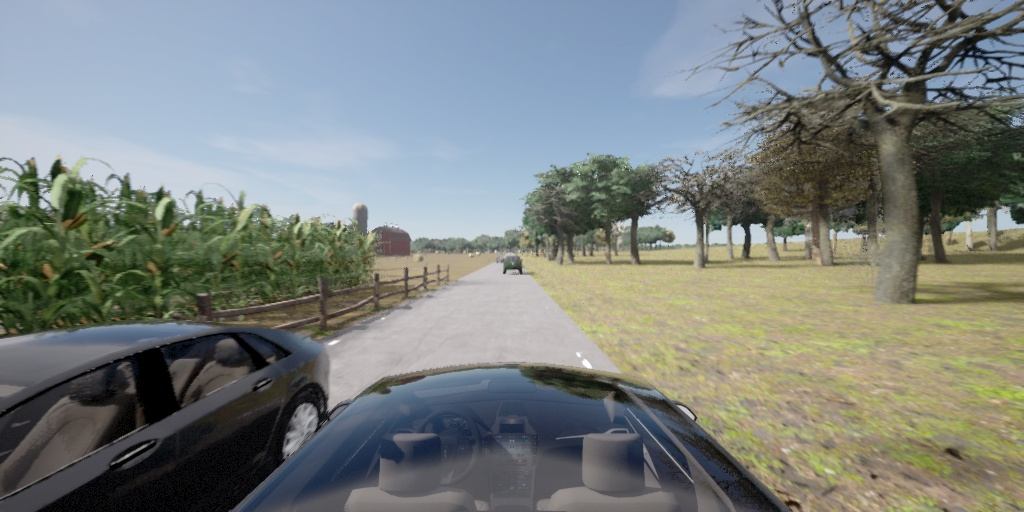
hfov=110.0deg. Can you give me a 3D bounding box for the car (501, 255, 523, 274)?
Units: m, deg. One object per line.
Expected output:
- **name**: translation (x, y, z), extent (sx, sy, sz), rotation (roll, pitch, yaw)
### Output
- **car**: translation (0.102, 0.954, 41.628), extent (2.150, 2.045, 5.566), rotation (0, 0, 0)

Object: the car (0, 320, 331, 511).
- **car**: translation (-2.849, 1.256, 1.930), extent (1.837, 1.490, 4.892), rotation (0, 0, 0)
